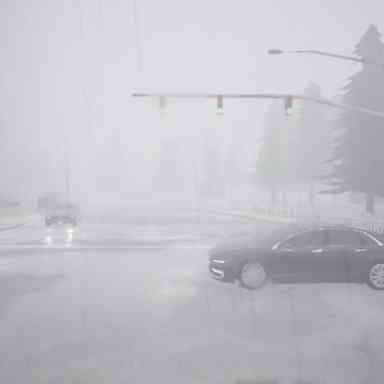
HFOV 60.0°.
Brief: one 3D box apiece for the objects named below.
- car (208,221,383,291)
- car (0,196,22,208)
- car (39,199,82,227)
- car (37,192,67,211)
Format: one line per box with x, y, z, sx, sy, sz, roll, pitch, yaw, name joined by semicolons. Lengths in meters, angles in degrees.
2.841;1.517;8.296;4.892;1.490;1.837;0;0;0;car
-24.307;1.202;43.398;5.008;1.535;1.882;0;0;30;car
-8.375;1.392;22.036;2.033;1.411;5.357;0;0;-14;car
-14.485;1.001;34.678;2.150;2.045;5.566;0;0;-38;car
